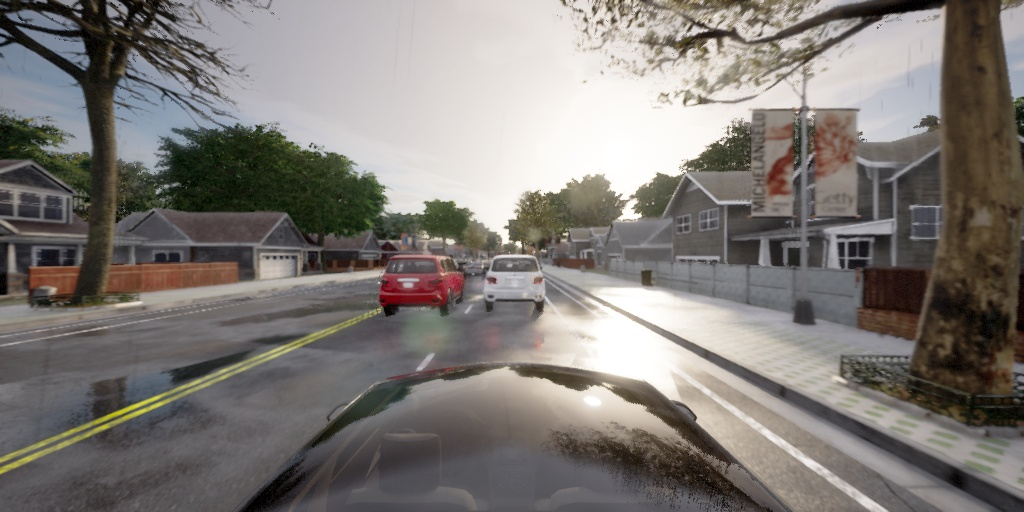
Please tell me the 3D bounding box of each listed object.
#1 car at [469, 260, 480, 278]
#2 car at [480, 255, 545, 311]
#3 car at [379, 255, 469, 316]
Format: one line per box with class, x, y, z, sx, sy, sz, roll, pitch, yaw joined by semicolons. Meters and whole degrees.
car;-3.154;1.284;31.694;2.128;1.511;4.902;0;0;0
car;0.098;0.981;14.673;2.150;2.045;5.566;0;0;0
car;-3.152;0.980;13.582;2.150;2.045;5.566;0;0;0
